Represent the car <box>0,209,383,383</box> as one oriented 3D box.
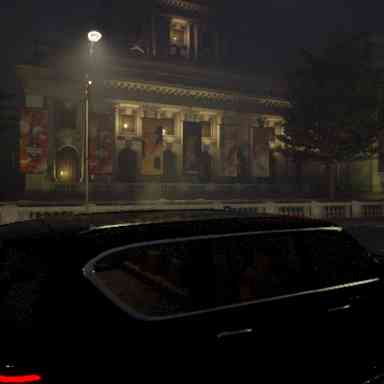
[{"bbox_3d":[0.657,1.223,3.741,5.566,2.045,2.150,0,0,-31],"label":"car"}]
